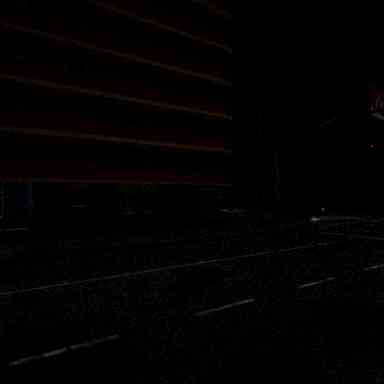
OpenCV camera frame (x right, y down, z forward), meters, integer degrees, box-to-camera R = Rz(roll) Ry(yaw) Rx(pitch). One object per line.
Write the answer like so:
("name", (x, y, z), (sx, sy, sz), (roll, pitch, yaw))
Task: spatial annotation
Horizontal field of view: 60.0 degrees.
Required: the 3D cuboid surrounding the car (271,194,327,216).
("car", (10.281, 1.220, 32.446), (2.150, 2.045, 5.566), (0, 0, -37))
